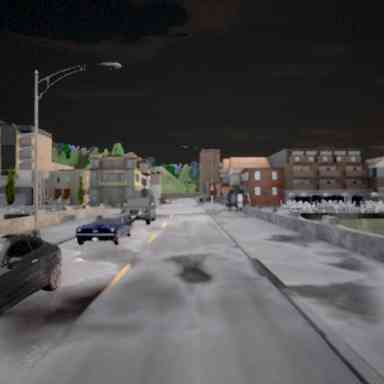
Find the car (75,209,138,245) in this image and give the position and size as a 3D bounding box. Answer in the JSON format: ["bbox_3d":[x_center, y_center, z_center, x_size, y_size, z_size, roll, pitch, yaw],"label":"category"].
[{"bbox_3d":[-4.166,1.747,16.519,1.895,1.301,4.718,0,0,0],"label":"car"}]

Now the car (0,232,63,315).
[{"bbox_3d":[-4.104,1.590,6.578,1.812,1.442,4.674,0,-1,0],"label":"car"}]

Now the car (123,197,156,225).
[{"bbox_3d":[-4.184,1.454,26.815,2.150,2.045,5.566,0,0,0],"label":"car"}]
